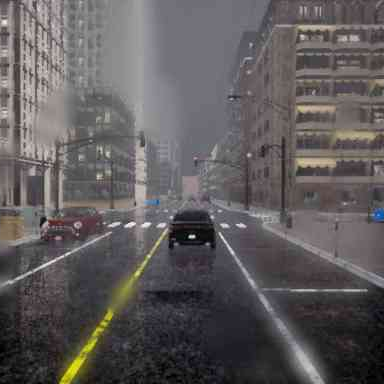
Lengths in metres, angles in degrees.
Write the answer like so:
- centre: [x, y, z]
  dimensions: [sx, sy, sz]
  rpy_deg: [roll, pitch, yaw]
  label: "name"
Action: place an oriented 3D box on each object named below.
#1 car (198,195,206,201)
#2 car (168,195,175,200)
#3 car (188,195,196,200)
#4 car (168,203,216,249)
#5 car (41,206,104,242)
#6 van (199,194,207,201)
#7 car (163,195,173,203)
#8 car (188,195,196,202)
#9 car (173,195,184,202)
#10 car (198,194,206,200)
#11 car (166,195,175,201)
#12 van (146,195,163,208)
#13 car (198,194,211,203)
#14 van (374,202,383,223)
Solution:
- centre: [2.689, 1.589, 87.514]
  dimensions: [2.008, 1.369, 4.403]
  rpy_deg: [0, 0, 0]
  label: "car"
- centre: [-5.692, 1.569, 92.894]
  dimensions: [1.752, 1.417, 4.829]
  rpy_deg: [0, 0, 0]
  label: "car"
- centre: [0.002, 1.429, 88.159]
  dimensions: [2.033, 1.411, 5.357]
  rpy_deg: [0, 0, 0]
  label: "car"
- centre: [0.001, 1.485, 14.650]
  dimensions: [1.882, 1.535, 5.008]
  rpy_deg: [0, 0, 0]
  label: "car"
- centre: [-5.692, 1.440, 16.183]
  dimensions: [1.967, 1.590, 4.097]
  rpy_deg: [0, 0, 0]
  label: "car"
- centre: [2.688, 1.375, 81.964]
  dimensions: [1.690, 1.788, 3.998]
  rpy_deg: [0, 0, 0]
  label: "van"
- centre: [-5.692, 1.550, 70.691]
  dimensions: [1.752, 1.417, 4.829]
  rpy_deg: [0, 0, 0]
  label: "car"
- centre: [0.003, 1.507, 74.021]
  dimensions: [1.895, 1.301, 4.718]
  rpy_deg: [0, 0, 0]
  label: "car"
- centre: [-3.000, 1.525, 78.385]
  dimensions: [1.837, 1.490, 4.892]
  rpy_deg: [0, 0, 0]
  label: "car"
- centre: [2.688, 1.359, 93.065]
  dimensions: [2.192, 1.841, 5.009]
  rpy_deg: [0, 0, 0]
  label: "car"
- centre: [-5.692, 1.478, 87.513]
  dimensions: [1.967, 1.590, 4.097]
  rpy_deg: [0, 0, 0]
  label: "car"
- centre: [-5.691, 1.351, 48.657]
  dimensions: [1.690, 1.788, 3.998]
  rpy_deg: [0, 0, 0]
  label: "van"
- centre: [2.688, 1.336, 65.311]
  dimensions: [2.192, 1.841, 5.009]
  rpy_deg: [0, 0, 0]
  label: "car"
- centre: [16.929, 1.705, 26.916]
  dimensions: [3.998, 1.788, 1.690]
  rpy_deg: [1, -1, 0]
  label: "van"
